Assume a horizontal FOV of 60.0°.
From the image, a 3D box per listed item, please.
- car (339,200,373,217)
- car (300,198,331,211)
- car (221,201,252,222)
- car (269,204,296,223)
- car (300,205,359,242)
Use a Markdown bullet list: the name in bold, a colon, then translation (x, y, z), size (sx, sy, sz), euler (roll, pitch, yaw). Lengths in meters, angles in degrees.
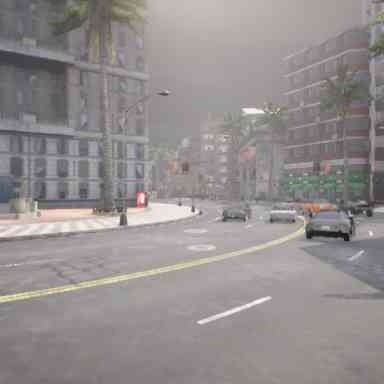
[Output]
- **car**: translation (15.198, 1.499, 31.184), size (1.837, 1.490, 4.892), euler (0, 0, 6)
- **car**: translation (11.716, 1.346, 31.534), size (2.097, 1.767, 4.553), euler (0, 0, 6)
- **car**: translation (3.642, 1.540, 26.517), size (1.837, 1.490, 4.892), euler (0, 0, 16)
- **car**: translation (6.991, 1.637, 25.503), size (1.895, 1.301, 4.718), euler (0, 0, 16)
- **car**: translation (7.011, 1.562, 16.688), size (1.994, 1.385, 4.181), euler (0, 0, 30)
